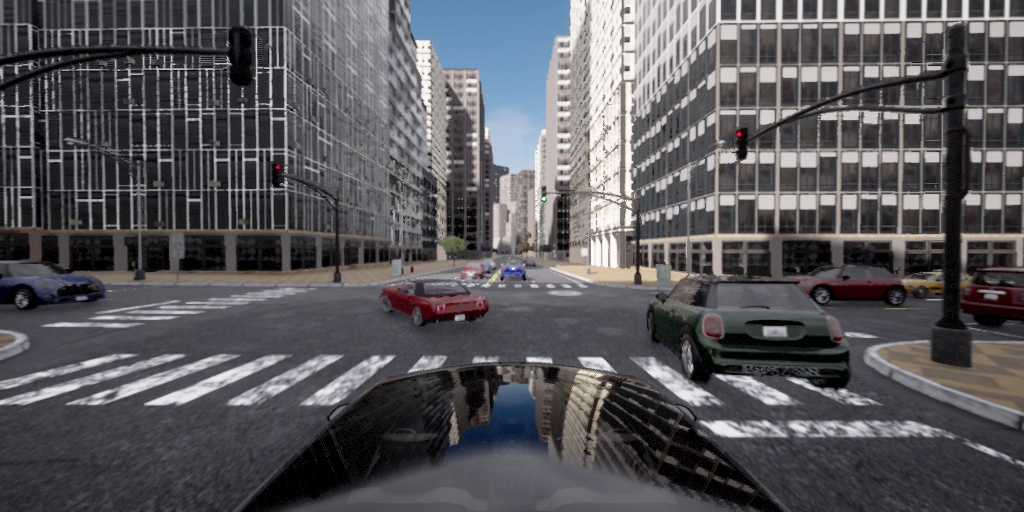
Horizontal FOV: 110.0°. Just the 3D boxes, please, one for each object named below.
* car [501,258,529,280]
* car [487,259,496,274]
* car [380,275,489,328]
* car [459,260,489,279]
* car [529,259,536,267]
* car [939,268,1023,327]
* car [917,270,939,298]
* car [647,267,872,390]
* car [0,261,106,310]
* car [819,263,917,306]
[{"bbox_3d":[0.105,1.069,31.024,2.097,1.767,4.553,0,0,0],"label":"car"},{"bbox_3d":[-3.319,1.250,40.941,2.033,1.411,5.357,0,0,0],"label":"car"},{"bbox_3d":[-2.776,1.381,11.771,1.895,1.301,4.718,0,1,-37],"label":"car"},{"bbox_3d":[-3.326,1.243,31.254,1.812,1.442,4.674,0,0,0],"label":"car"},{"bbox_3d":[3.260,1.229,63.778,1.994,1.385,4.181,0,0,0],"label":"car"},{"bbox_3d":[16.194,1.276,10.314,5.009,1.841,2.192,0,0,1],"label":"car"},{"bbox_3d":[21.806,1.399,18.598,4.829,1.417,1.751,0,0,1],"label":"car"},{"bbox_3d":[4.116,1.156,7.163,2.097,1.767,4.553,-1,-2,11],"label":"car"},{"bbox_3d":[-18.232,0.966,13.426,4.553,1.767,2.097,1,1,2],"label":"car"},{"bbox_3d":[14.624,1.204,16.173,4.553,1.767,2.097,1,1,2],"label":"car"}]
